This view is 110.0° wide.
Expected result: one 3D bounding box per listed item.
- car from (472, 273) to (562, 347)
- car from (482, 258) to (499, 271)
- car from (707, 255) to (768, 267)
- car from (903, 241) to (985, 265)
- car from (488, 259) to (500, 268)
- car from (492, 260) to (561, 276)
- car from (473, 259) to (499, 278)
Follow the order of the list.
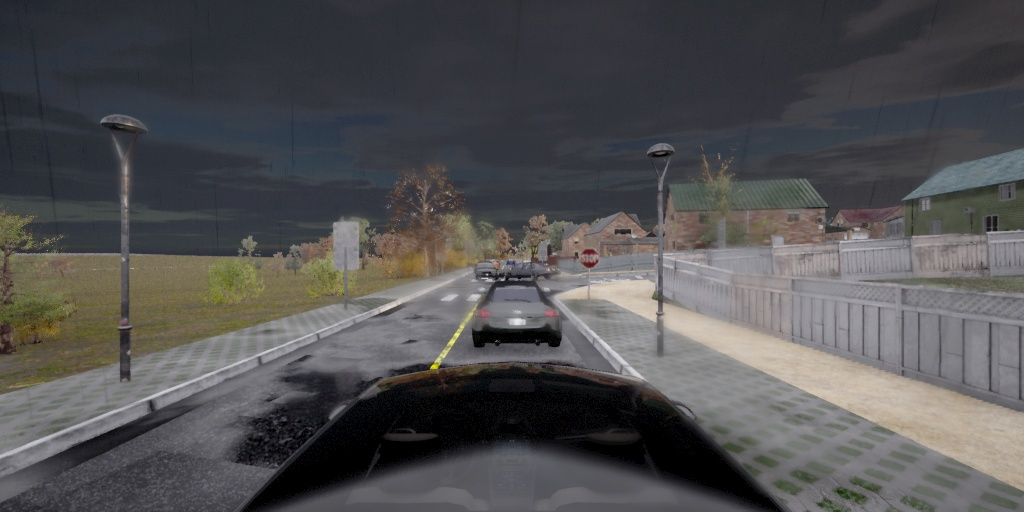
[{"bbox_3d":[0.081,1.313,9.302,1.994,1.385,4.181,0,0,-1],"label":"car"},{"bbox_3d":[-2.985,1.121,51.038,2.097,1.767,4.553,0,0,0],"label":"car"},{"bbox_3d":[14.329,0.413,22.734,4.181,1.385,1.994,-3,0,16],"label":"car"},{"bbox_3d":[23.836,-0.208,20.338,4.902,1.511,2.128,-3,0,14],"label":"car"},{"bbox_3d":[-2.998,1.256,61.075,1.882,1.535,5.008,0,0,0],"label":"car"},{"bbox_3d":[1.263,1.198,28.320,5.357,1.411,2.033,-4,-3,43],"label":"car"},{"bbox_3d":[-2.333,1.258,31.222,1.837,1.490,4.892,0,0,-8],"label":"car"}]
